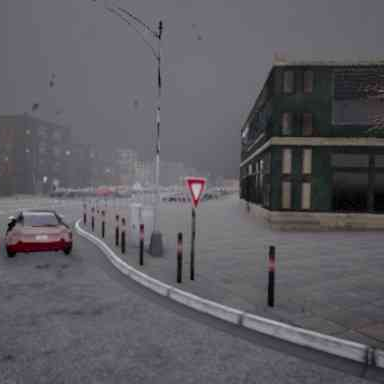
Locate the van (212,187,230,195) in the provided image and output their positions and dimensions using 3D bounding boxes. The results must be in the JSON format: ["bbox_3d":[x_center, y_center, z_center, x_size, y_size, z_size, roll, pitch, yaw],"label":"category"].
[{"bbox_3d":[7.527,-0.280,87.046,4.442,1.987,1.878,2,1,13],"label":"van"}]

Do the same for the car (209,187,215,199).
[{"bbox_3d":[1.316,0.382,59.966,4.553,1.767,2.185,2,2,13],"label":"car"}]

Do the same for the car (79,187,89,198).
[{"bbox_3d":[-20.403,0.140,55.444,5.008,1.535,2.097,2,1,13],"label":"car"}]

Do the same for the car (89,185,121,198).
[{"bbox_3d":[-15.131,-0.064,57.930,2.150,2.045,5.566,2,2,13],"label":"car"}]

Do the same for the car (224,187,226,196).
[{"bbox_3d":[3.914,0.275,70.776,5.366,1.575,1.946,2,2,13],"label":"car"}]

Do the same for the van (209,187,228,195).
[{"bbox_3d":[6.687,-0.235,84.389,4.442,1.987,1.878,2,1,13],"label":"van"}]

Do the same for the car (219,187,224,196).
[{"bbox_3d":[3.154,0.081,68.092,5.566,2.045,2.435,2,2,13],"label":"car"}]

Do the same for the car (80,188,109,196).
[{"bbox_3d":[-18.587,-0.011,63.516,4.892,1.521,2.231,2,1,13],"label":"car"}]

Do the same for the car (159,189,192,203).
[{"bbox_3d":[-1.783,0.779,46.544,4.792,1.488,2.163,2,1,13],"label":"car"}]

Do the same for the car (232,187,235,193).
[{"bbox_3d":[8.603,-0.130,92.505,4.792,1.488,2.163,2,1,13],"label":"car"}]

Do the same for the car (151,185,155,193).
[{"bbox_3d":[-13.124,-0.506,87.717,4.892,1.521,2.231,2,1,13],"label":"car"}]

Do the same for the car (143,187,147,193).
[{"bbox_3d":[-14.369,-0.529,82.343,4.553,1.767,2.185,2,1,13],"label":"car"}]

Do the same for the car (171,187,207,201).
[{"bbox_3d":[-0.523,0.542,51.828,4.553,1.767,2.185,2,1,13],"label":"car"}]

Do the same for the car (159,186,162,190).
[{"bbox_3d":[-11.913,-0.607,93.096,4.892,1.521,2.231,2,1,13],"label":"car"}]

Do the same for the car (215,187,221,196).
[{"bbox_3d":[2.514,0.391,65.395,4.892,1.521,2.231,2,2,13],"label":"car"}]

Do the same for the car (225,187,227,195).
[{"bbox_3d":[4.351,-0.039,73.649,5.566,2.045,2.435,2,2,13],"label":"car"}]

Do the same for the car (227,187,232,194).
[{"bbox_3d":[6.216,-0.202,81.645,5.566,2.045,2.435,2,1,13],"label":"car"}]

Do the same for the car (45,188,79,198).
[{"bbox_3d":[-20.971,0.061,52.738,4.553,1.767,2.185,2,1,13],"label":"car"}]

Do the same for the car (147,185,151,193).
[{"bbox_3d":[-13.702,-0.581,85.020,4.553,1.767,2.185,2,1,13],"label":"car"}]

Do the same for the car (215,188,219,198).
[{"bbox_3d":[1.918,0.446,62.809,5.008,1.535,2.097,2,2,13],"label":"car"}]

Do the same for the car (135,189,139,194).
[{"bbox_3d":[-15.558,-0.294,76.963,5.008,1.535,2.097,2,1,13],"label":"car"}]

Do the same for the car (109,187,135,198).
[{"bbox_3d":[-12.133,0.352,57.663,1.994,1.385,4.181,2,1,13],"label":"car"}]

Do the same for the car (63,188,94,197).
[{"bbox_3d":[-19.791,0.131,58.131,4.674,1.452,2.002,2,1,13],"label":"car"}]

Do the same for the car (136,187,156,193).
[{"bbox_3d":[-12.519,-0.558,90.407,4.892,1.521,2.231,2,1,13],"label":"car"}]

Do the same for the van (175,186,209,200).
[{"bbox_3d":[-0.024,0.388,54.695,4.442,1.987,1.878,2,1,13],"label":"van"}]

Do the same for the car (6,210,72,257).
[{"bbox_3d":[-5.654,1.352,12.205,1.994,1.385,4.181,1,1,-28],"label":"car"}]

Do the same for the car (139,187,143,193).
[{"bbox_3d":[-14.974,-0.475,79.654,4.553,1.767,2.185,2,1,13],"label":"car"}]
